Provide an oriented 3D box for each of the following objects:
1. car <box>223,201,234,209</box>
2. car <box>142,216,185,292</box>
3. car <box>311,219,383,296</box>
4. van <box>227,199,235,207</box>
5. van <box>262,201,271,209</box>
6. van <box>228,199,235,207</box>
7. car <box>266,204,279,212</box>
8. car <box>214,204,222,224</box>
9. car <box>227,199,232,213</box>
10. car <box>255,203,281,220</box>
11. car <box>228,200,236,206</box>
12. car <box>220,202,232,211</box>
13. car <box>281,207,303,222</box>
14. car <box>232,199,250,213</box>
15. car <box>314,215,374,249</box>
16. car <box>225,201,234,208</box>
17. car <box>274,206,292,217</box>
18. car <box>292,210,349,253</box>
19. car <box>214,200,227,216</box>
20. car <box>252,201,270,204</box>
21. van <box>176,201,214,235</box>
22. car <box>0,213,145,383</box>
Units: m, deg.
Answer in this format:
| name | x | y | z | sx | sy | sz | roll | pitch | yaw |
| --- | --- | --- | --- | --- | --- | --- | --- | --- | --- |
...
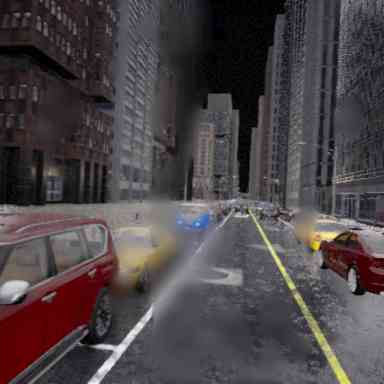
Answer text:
| name | x | y | z | sx | sy | sz | roll | pitch | yaw |
| --- | --- | --- | --- | --- | --- | --- | --- | --- | --- |
| car | 7.811 | 2.770 | 70.644 | 2.008 | 1.369 | 4.403 | 3 | -1 | 9 |
| car | -1.591 | 1.549 | 9.153 | 1.752 | 1.417 | 4.829 | 3 | -1 | 9 |
| car | 5.085 | 1.843 | 9.559 | 1.882 | 1.535 | 5.008 | 3 | -1 | 7 |
| van | 9.525 | 2.778 | 81.796 | 1.690 | 1.788 | 3.998 | 3 | -1 | 9 |
| van | 17.942 | 3.188 | 80.506 | 1.690 | 1.788 | 3.998 | 3 | -1 | 9 |
| van | 10.378 | 2.887 | 87.371 | 1.690 | 1.788 | 3.998 | 3 | -1 | 9 |
| car | 15.375 | 3.065 | 63.779 | 1.887 | 1.381 | 4.507 | 3 | -1 | 9 |
| car | 0.991 | 1.898 | 26.045 | 2.008 | 1.369 | 4.403 | 3 | -1 | 9 |
| car | 3.559 | 1.989 | 42.772 | 2.192 | 1.841 | 5.009 | 3 | -1 | 9 |
| car | 8.680 | 2.368 | 37.950 | 2.128 | 1.511 | 4.902 | 3 | -1 | 9 |
| car | 11.226 | 3.095 | 92.945 | 1.967 | 1.590 | 4.097 | 3 | -1 | 9 |
| car | 6.105 | 2.567 | 59.494 | 1.947 | 1.339 | 4.313 | 3 | -1 | 9 |
| car | 11.118 | 2.415 | 35.906 | 1.967 | 1.590 | 4.097 | 3 | -1 | 9 |
| car | 7.808 | 2.223 | 52.324 | 2.150 | 2.045 | 5.566 | 3 | -1 | 8 |
| car | 8.555 | 2.200 | 19.181 | 2.008 | 1.369 | 4.403 | 3 | -1 | 9 |
| car | 8.639 | 2.850 | 76.051 | 1.752 | 1.417 | 4.829 | 3 | -1 | 9 |
| car | 12.817 | 2.759 | 47.054 | 1.947 | 1.339 | 4.313 | 3 | -1 | 9 |
| car | 6.146 | 1.943 | 15.686 | 1.801 | 1.575 | 5.366 | 3 | -1 | 9 |
| car | 1.854 | 1.771 | 31.622 | 2.192 | 1.841 | 5.009 | 3 | -1 | 9 |
| car | 10.407 | 2.592 | 49.499 | 2.128 | 1.511 | 4.902 | 3 | -1 | 9 |
| van | 0.148 | 1.581 | 20.473 | 1.690 | 1.788 | 3.998 | 3 | -1 | 9 |
| car | -2.408 | 1.236 | 3.748 | 2.192 | 1.841 | 5.009 | 3 | -1 | 9 |
